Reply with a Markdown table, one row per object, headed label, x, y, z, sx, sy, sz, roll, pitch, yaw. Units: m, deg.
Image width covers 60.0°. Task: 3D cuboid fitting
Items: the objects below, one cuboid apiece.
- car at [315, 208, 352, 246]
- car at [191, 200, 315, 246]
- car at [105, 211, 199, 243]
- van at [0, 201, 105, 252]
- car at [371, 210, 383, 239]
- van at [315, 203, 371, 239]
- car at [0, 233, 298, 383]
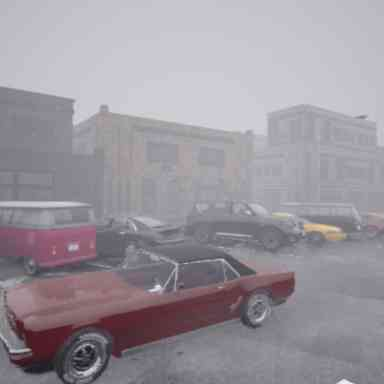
| label | x | y | z | sx | sy | sz | roll | pitch | yaw |
| --- | --- | --- | --- | --- | --- | --- | --- | --- | --- |
| car | 4.842 | 1.729 | 16.799 | 5.366 | 1.575 | 1.946 | 0 | -2 | 35 |
| car | 2.320 | 1.395 | 15.200 | 5.566 | 2.045 | 2.435 | 0 | -2 | 35 |
| car | -2.486 | 1.521 | 11.806 | 4.892 | 1.521 | 2.231 | -1 | -1 | 35 |
| van | -4.969 | 1.264 | 10.187 | 4.442 | 1.987 | 1.878 | -1 | -1 | 35 |
| car | 9.456 | 1.938 | 20.300 | 4.792 | 1.488 | 2.163 | 0 | -2 | 35 |
| van | 7.188 | 1.595 | 18.539 | 4.442 | 1.987 | 1.878 | 0 | -2 | 35 |
| car | -0.497 | 1.616 | 5.475 | 4.718 | 1.301 | 1.895 | 1 | 0 | -35 |
